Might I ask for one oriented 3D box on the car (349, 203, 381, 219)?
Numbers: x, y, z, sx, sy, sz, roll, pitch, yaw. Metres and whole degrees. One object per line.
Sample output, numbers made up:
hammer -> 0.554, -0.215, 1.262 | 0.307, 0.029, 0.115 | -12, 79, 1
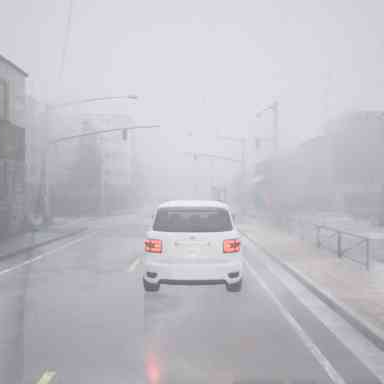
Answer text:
car -> 16.648, 1.740, 30.262 | 4.181, 1.385, 1.994 | 0, 0, 0

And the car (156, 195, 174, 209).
car -> -3.703, 1.352, 46.586 | 2.097, 1.767, 4.553 | 0, 0, 0

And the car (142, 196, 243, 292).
car -> 0.033, 1.221, 9.074 | 2.150, 2.045, 5.566 | 0, 0, 1

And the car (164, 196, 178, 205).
car -> -3.709, 1.491, 59.216 | 2.128, 1.511, 4.902 | 0, 0, 0
